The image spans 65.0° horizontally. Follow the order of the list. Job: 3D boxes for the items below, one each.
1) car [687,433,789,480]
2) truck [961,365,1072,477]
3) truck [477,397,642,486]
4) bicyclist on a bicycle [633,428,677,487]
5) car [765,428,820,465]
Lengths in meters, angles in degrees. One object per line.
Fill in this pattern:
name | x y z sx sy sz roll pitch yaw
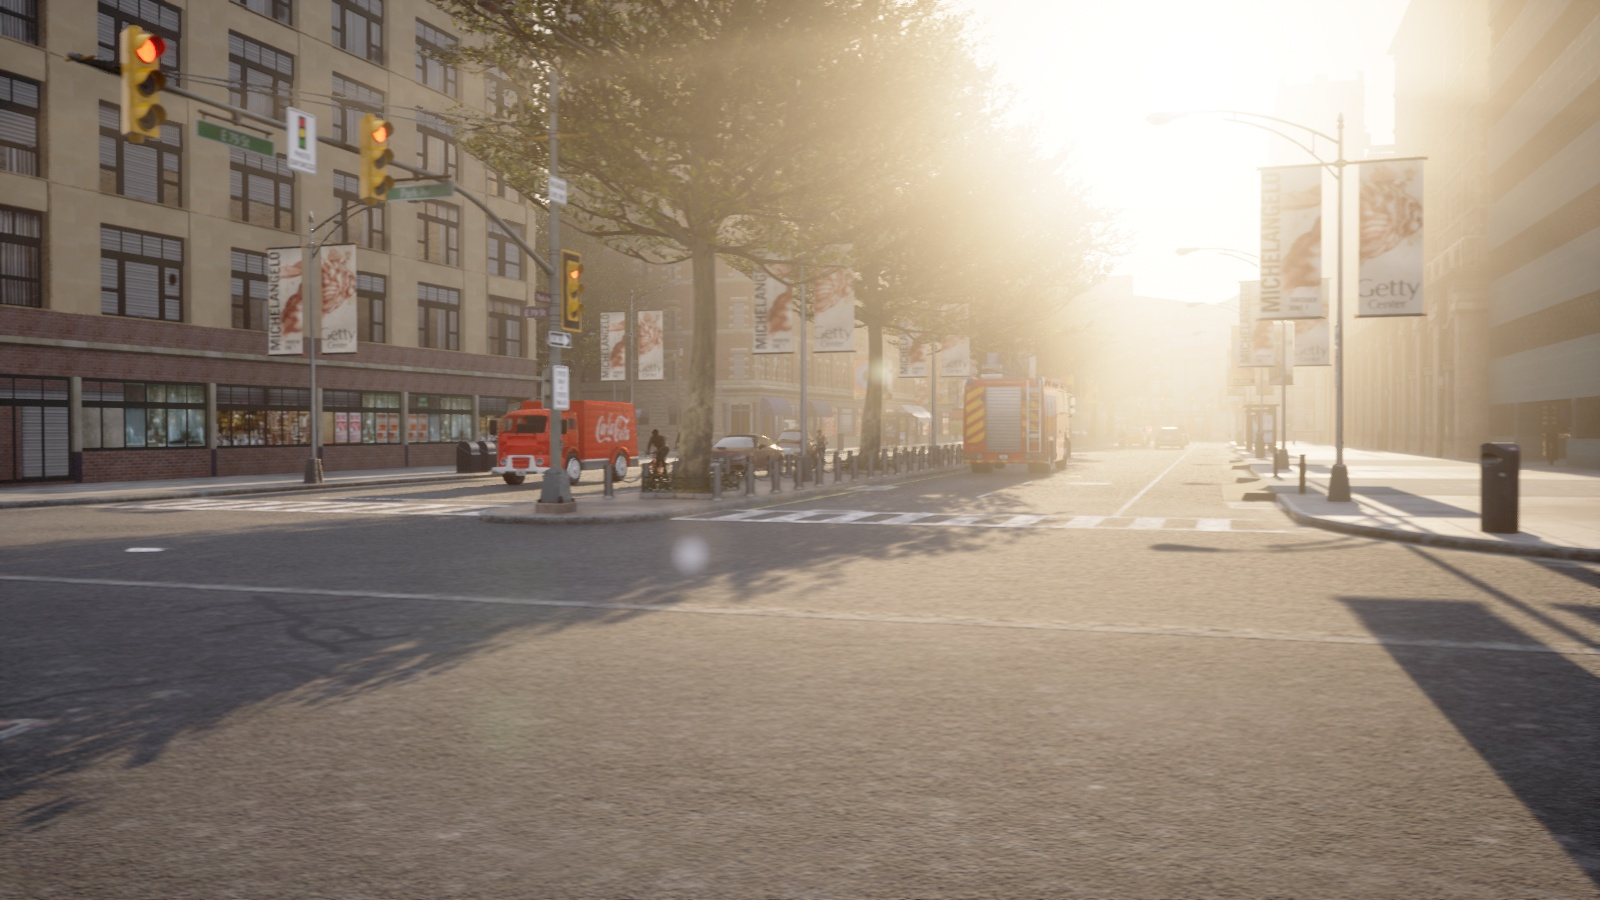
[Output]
car | -1.980 0.171 41.842 1.812 1.442 4.674 1 1 18
truck | 8.342 -1.071 47.518 2.891 3.827 8.468 1 1 18
truck | -7.069 -0.292 37.600 2.627 2.467 5.204 1 1 18
bicyclist on a bicycle | -4.080 0.195 35.352 0.582 1.620 1.656 1 1 18
car | -0.320 -0.189 58.602 2.033 1.649 4.856 0 1 6
